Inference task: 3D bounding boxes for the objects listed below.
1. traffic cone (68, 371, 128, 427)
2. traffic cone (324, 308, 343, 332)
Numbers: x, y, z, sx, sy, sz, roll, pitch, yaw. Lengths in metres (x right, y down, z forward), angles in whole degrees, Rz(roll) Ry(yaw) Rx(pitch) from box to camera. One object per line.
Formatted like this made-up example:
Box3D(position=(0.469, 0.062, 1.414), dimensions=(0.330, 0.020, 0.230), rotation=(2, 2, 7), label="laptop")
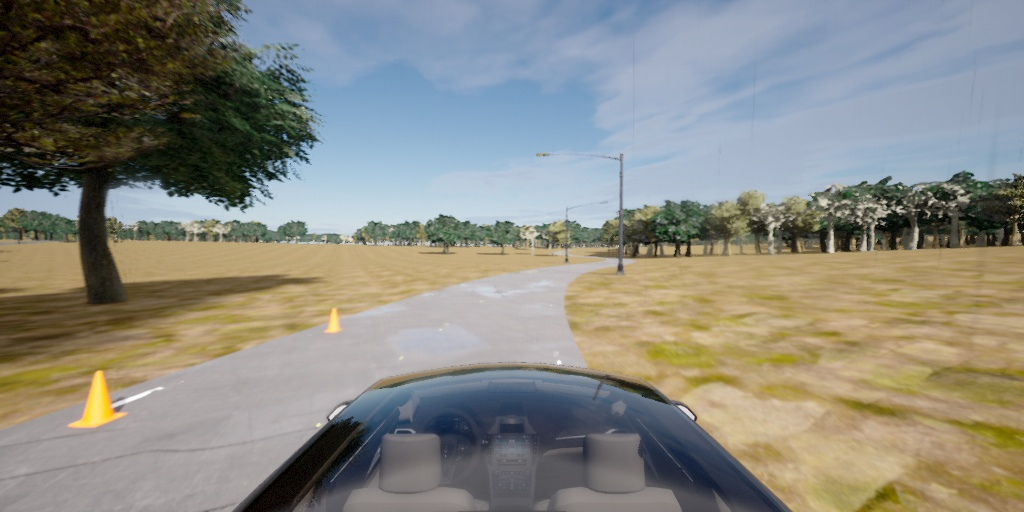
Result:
Box3D(position=(-4.942, 1.673, 4.293), dimensions=(0.340, 0.580, 0.340), rotation=(0, 0, 2), label="traffic cone")
Box3D(position=(-4.669, 1.667, 9.411), dimensions=(0.340, 0.580, 0.340), rotation=(0, 0, 4), label="traffic cone")
